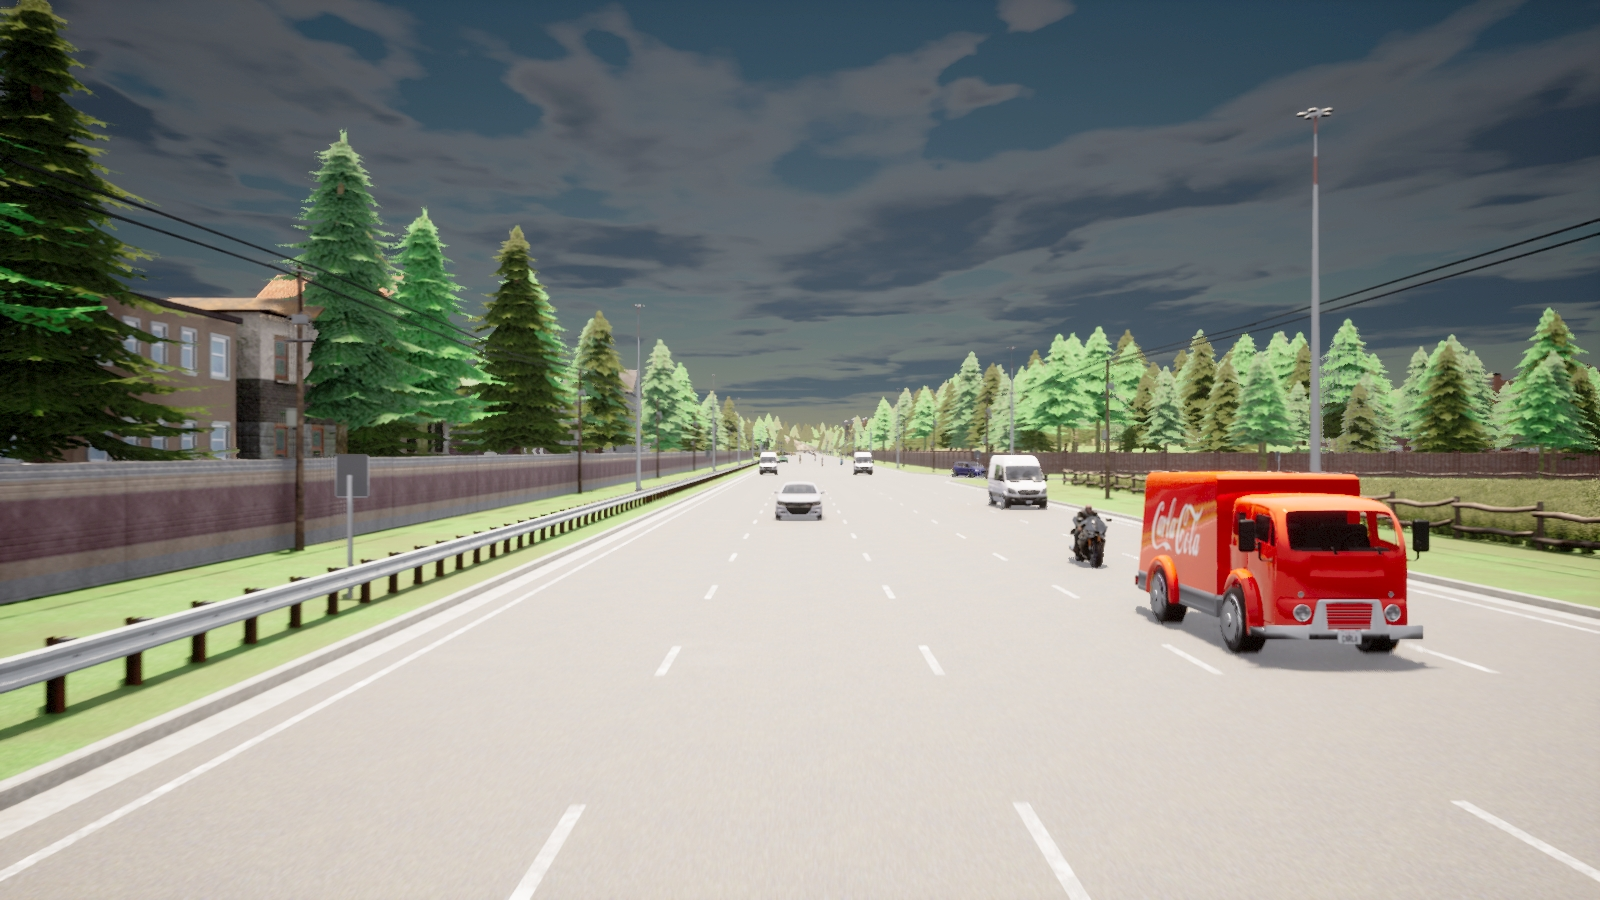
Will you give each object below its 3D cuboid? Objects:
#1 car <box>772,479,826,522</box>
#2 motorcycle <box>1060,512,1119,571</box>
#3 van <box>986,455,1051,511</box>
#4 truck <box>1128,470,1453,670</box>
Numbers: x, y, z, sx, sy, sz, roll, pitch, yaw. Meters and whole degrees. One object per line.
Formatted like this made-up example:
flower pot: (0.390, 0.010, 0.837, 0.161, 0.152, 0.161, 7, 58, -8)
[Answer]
car: (-0.015, 2.034, 46.835, 2.097, 1.535, 5.006, 0, 0, 1)
motorcycle: (7.002, 2.205, 27.779, 0.867, 1.251, 2.209, 0, 0, 0)
van: (10.500, 1.534, 55.311, 1.988, 2.561, 5.915, 0, 0, 0)
truck: (7.000, 1.569, 17.166, 2.627, 2.467, 5.204, 0, 0, 0)
